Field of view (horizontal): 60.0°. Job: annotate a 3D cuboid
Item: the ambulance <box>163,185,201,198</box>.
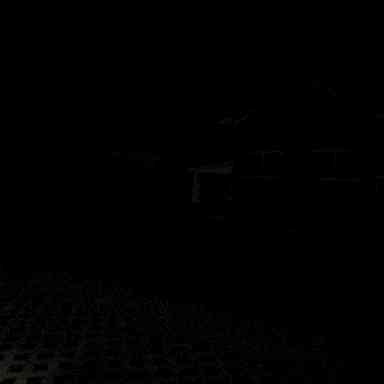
[{"bbox_3d":[-1.344,0.327,45.854,2.351,2.431,6.366,4,3,35],"label":"ambulance"}]
